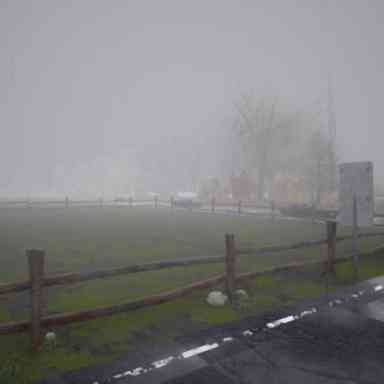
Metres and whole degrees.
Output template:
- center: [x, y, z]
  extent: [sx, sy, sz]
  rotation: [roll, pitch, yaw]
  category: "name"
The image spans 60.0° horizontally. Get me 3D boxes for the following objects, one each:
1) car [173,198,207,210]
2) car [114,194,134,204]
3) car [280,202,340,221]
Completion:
- center: [-0.290, 1.354, 39.631]
  extent: [1.895, 1.301, 4.718]
  rotation: [-1, 1, -35]
  category: "car"
- center: [-11.280, 1.114, 55.217]
  extent: [2.128, 1.511, 4.902]
  rotation: [-1, 1, -35]
  category: "car"
- center: [9.354, 1.480, 26.093]
  extent: [1.895, 1.301, 4.718]
  rotation: [-1, 1, -35]
  category: "car"
